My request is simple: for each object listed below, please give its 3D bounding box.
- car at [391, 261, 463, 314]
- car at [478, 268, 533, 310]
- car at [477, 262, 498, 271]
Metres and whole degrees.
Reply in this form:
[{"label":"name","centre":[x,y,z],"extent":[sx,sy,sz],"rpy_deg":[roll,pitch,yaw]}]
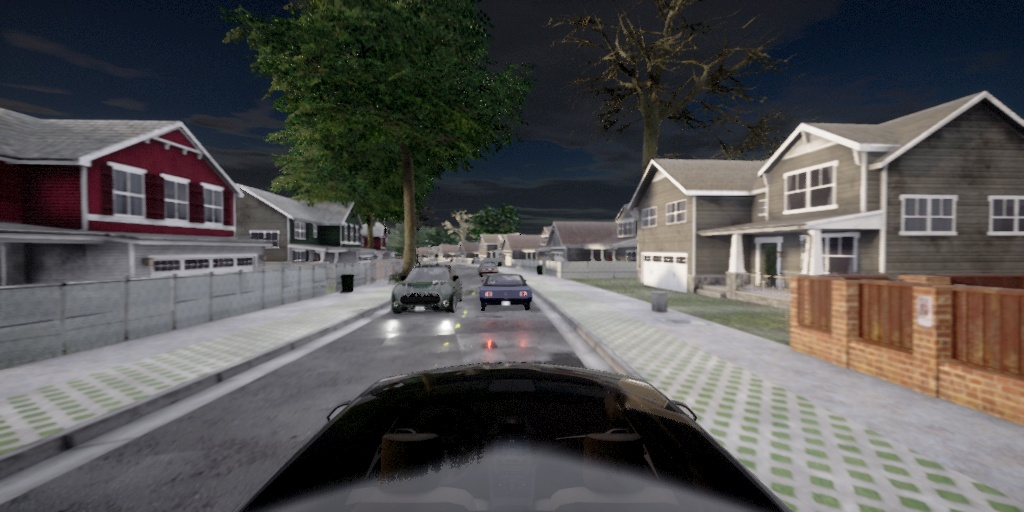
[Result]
[{"label":"car","centre":[-3.085,1.107,13.807],"extent":[2.097,1.767,4.553],"rpy_deg":[0,0,-3]},{"label":"car","centre":[-0.322,1.350,14.635],"extent":[1.895,1.301,4.718],"rpy_deg":[0,0,-3]},{"label":"car","centre":[-2.419,1.301,35.875],"extent":[2.033,1.411,5.357],"rpy_deg":[0,0,-8]}]
